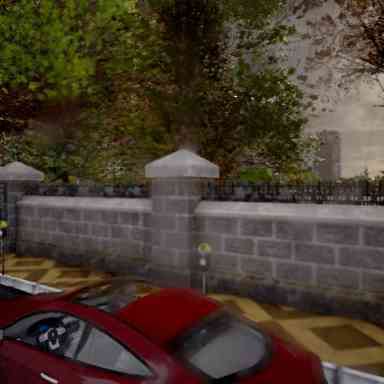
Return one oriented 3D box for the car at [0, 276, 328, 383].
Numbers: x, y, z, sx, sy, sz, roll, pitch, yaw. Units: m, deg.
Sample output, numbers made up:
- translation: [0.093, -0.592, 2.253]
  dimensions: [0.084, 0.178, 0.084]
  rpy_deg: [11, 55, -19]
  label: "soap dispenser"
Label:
- translation: [-0.844, 1.537, 3.273]
  dimensions: [4.206, 1.307, 1.802]
  rpy_deg: [1, 1, 33]
  label: "car"
